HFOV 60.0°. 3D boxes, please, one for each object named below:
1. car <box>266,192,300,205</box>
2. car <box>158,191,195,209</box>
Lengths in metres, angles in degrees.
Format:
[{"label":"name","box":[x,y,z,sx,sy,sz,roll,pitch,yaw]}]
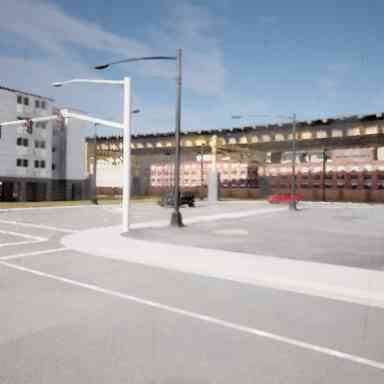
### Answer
[{"label":"car","box":[15.074,0.982,54.706,5.566,2.045,2.150,1,1,-15]},{"label":"car","box":[-1.770,0.901,40.637,2.150,2.045,5.566,1,1,34]}]
